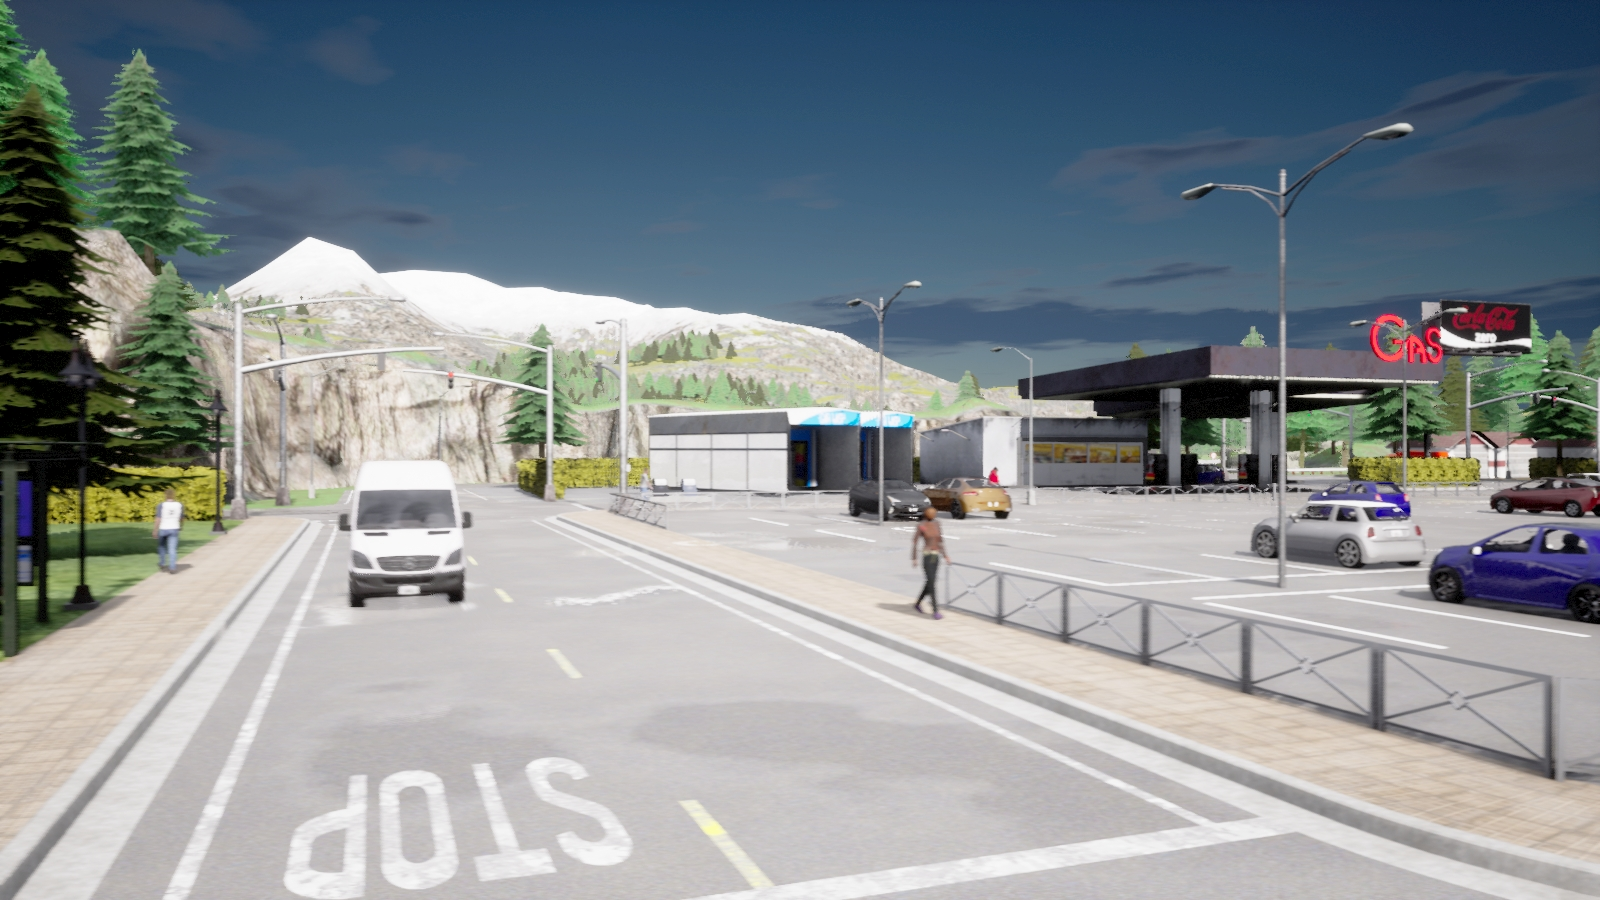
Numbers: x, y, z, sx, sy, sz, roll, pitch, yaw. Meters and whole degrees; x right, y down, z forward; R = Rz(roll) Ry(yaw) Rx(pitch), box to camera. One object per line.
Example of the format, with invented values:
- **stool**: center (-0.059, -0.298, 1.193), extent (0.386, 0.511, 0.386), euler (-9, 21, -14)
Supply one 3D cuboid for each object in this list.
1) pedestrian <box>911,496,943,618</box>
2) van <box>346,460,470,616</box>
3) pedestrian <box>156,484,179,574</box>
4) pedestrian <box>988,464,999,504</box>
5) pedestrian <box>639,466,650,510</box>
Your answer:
- **pedestrian**: center (1.992, 1.669, 17.948), extent (0.375, 1.860, 0.375), euler (0, 0, -20)
- **van**: center (-7.685, 1.496, 22.206), extent (1.988, 2.561, 5.915), euler (0, 0, -21)
- **pedestrian**: center (-13.366, 1.652, 24.152), extent (0.375, 1.860, 0.375), euler (0, 0, -39)
- **pedestrian**: center (9.267, 1.627, 54.765), extent (0.375, 1.860, 0.375), euler (0, 0, -19)
- **pedestrian**: center (-6.665, 1.625, 48.983), extent (0.375, 1.860, 0.375), euler (0, 0, -21)
